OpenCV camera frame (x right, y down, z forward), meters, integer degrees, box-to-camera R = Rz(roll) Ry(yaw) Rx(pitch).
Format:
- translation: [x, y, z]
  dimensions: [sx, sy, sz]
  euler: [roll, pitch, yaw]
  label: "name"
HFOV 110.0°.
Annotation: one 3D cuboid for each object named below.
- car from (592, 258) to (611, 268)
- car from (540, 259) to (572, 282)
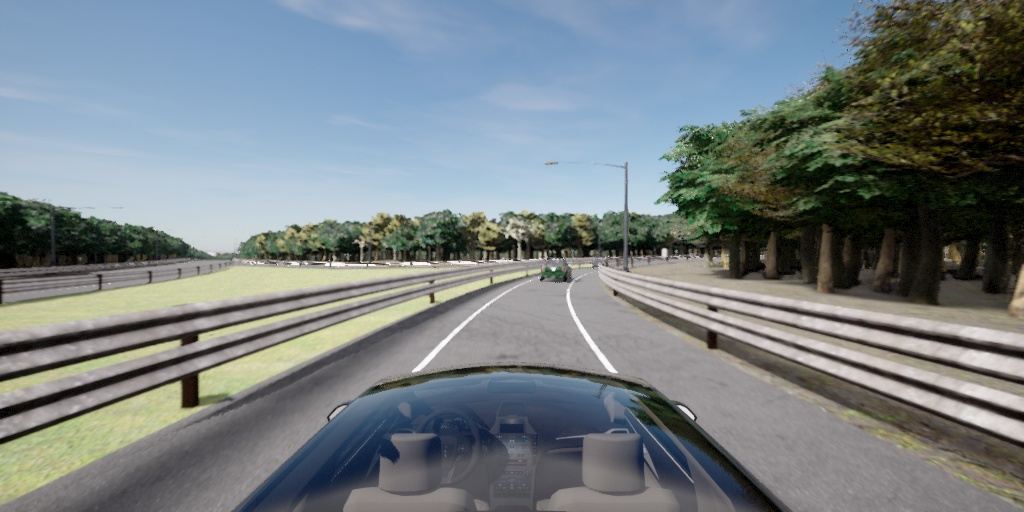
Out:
- translation: [13.327, 1.073, 53.022]
  dimensions: [2.128, 1.511, 4.902]
  euler: [0, 0, 29]
  label: "car"
- translation: [3.688, 1.063, 29.292]
  dimensions: [2.097, 1.767, 4.553]
  euler: [0, 0, 15]
  label: "car"
